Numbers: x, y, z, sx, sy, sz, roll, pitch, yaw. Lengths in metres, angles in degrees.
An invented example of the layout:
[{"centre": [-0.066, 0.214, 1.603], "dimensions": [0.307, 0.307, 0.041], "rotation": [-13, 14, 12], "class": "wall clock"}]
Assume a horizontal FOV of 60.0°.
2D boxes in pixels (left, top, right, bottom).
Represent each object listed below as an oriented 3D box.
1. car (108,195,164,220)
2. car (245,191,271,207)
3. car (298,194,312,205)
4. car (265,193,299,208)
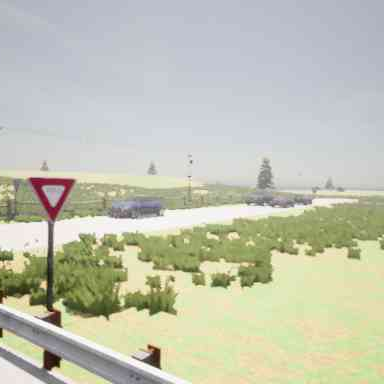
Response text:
[{"centre": [-4.113, 1.009, 24.998], "dimensions": [2.097, 1.767, 4.553], "rotation": [3, 1, 33], "class": "car"}, {"centre": [9.169, 0.847, 45.038], "dimensions": [2.150, 2.045, 5.566], "rotation": [3, 1, 34], "class": "car"}, {"centre": [16.841, 1.080, 50.819], "dimensions": [2.097, 1.767, 4.553], "rotation": [3, 1, 33], "class": "car"}, {"centre": [11.651, 1.292, 42.853], "dimensions": [2.033, 1.411, 5.357], "rotation": [3, 1, 34], "class": "car"}]
